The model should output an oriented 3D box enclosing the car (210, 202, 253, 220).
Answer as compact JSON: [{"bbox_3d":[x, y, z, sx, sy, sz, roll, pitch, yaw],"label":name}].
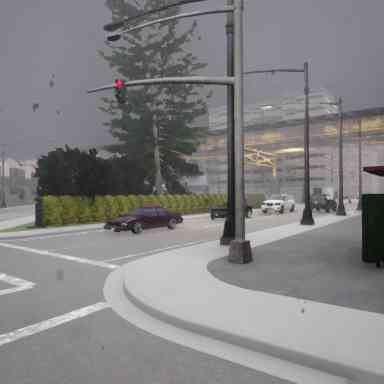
[{"bbox_3d":[3.426,1.535,28.476,1.882,1.535,5.008,-1,0,36],"label":"car"}]

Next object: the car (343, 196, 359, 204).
[{"bbox_3d":[31.947,1.521,67.953,4.974,1.542,2.038,0,0,-29],"label":"car"}]

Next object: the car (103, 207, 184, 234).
[{"bbox_3d":[-2.696,1.603,20.030,2.033,1.411,5.357,-1,0,36],"label":"car"}]

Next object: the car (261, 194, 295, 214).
[{"bbox_3d":[9.730,1.281,37.139,2.150,2.045,5.566,-1,0,36],"label":"car"}]

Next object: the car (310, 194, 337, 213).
[{"bbox_3d":[14.937,1.247,38.088,2.150,2.045,5.566,-1,0,35],"label":"car"}]

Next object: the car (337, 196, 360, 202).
[{"bbox_3d":[31.991,1.364,67.980,4.536,1.218,1.853,0,0,-29],"label":"car"}]
